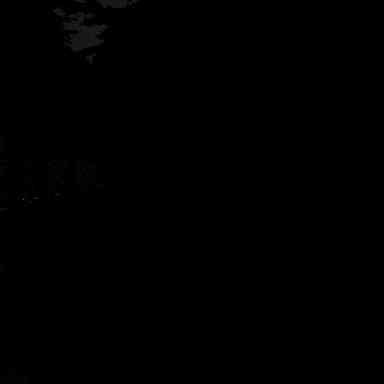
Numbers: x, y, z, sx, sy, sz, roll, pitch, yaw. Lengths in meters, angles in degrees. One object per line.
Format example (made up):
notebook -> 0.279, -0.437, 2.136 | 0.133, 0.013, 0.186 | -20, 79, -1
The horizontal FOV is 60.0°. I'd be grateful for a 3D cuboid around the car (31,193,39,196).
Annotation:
car -> -18.850, 0.760, 40.770 | 1.895, 1.301, 4.718 | -5, 2, 0
